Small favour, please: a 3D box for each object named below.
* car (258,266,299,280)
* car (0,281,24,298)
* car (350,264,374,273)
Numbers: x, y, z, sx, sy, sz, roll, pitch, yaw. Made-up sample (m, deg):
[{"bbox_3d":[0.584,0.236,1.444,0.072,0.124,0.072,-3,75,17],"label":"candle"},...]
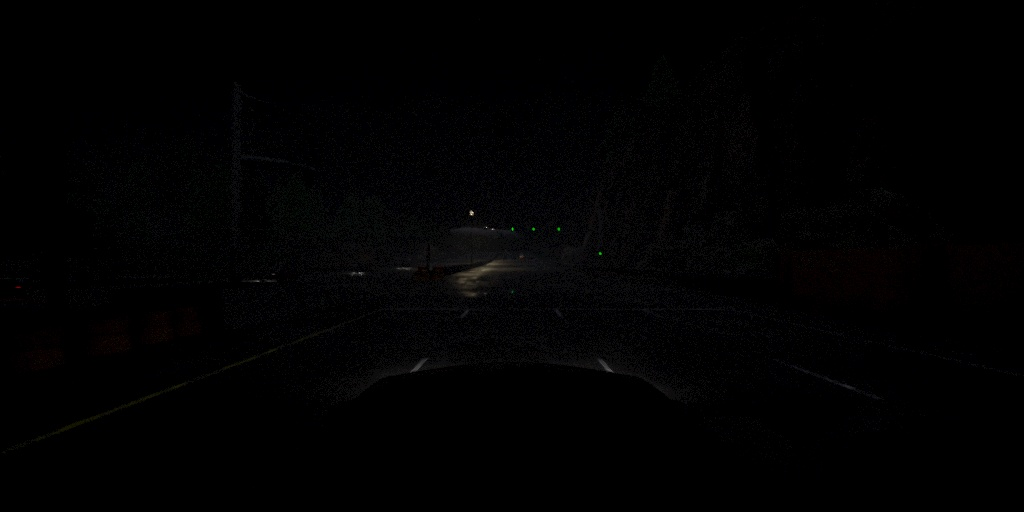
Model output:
[{"bbox_3d":[-24.516,1.794,37.864,1.812,1.442,4.674,0,0,0],"label":"car"},{"bbox_3d":[-24.484,1.471,14.813,2.033,1.411,5.357,0,-1,0],"label":"car"},{"bbox_3d":[-24.430,1.941,58.647,2.033,1.411,5.357,0,0,0],"label":"car"}]
